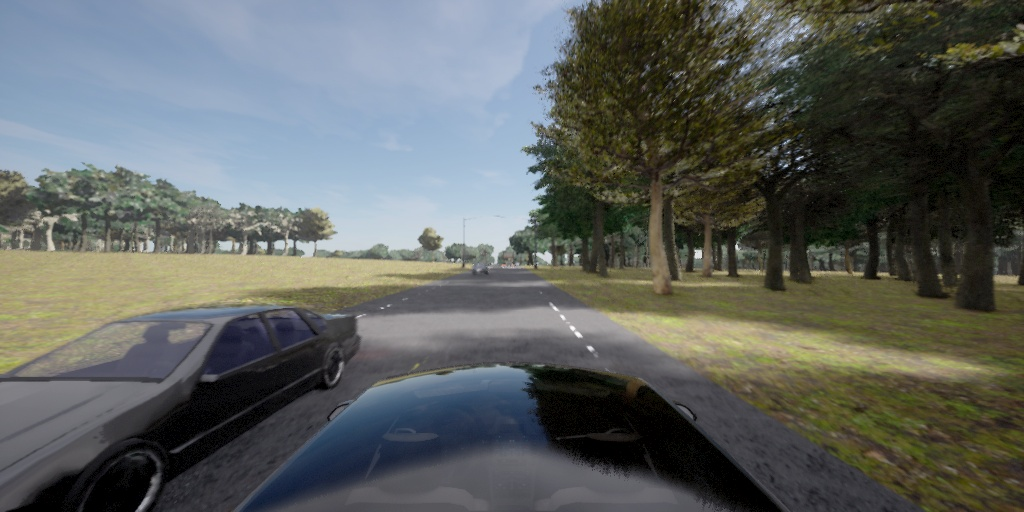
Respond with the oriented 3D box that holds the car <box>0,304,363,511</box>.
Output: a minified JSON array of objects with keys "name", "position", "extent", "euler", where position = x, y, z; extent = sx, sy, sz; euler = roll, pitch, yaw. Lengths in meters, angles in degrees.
[{"name":"car","position":[-3.603,1.322,4.163],"extent":[2.033,1.411,5.357],"euler":[0,-1,0]}]

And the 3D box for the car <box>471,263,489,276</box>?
[{"name":"car","position":[-3.820,1.552,43.287],"extent":[2.128,1.511,4.902],"euler":[-3,-2,0]}]
